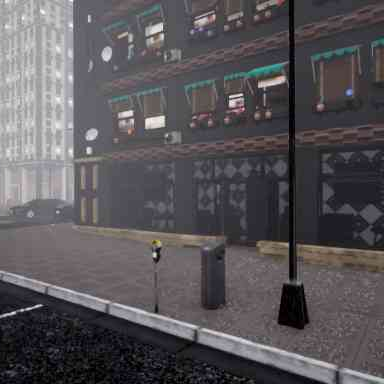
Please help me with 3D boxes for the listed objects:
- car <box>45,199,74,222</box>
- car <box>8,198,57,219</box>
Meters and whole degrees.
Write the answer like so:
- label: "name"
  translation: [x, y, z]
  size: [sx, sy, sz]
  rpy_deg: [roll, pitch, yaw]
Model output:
- label: "car"
  translation: [-7.317, 1.279, 22.792]
  size: [1.947, 1.339, 4.313]
  rpy_deg: [1, 1, 35]
- label: "car"
  translation: [-11.882, 1.239, 26.388]
  size: [1.837, 1.490, 4.892]
  rpy_deg: [0, 1, 35]
